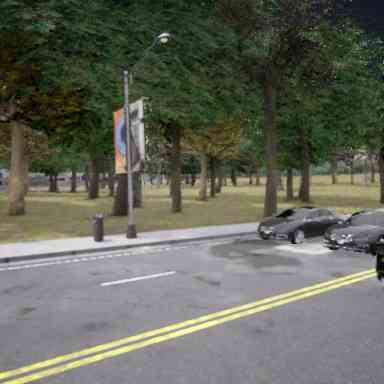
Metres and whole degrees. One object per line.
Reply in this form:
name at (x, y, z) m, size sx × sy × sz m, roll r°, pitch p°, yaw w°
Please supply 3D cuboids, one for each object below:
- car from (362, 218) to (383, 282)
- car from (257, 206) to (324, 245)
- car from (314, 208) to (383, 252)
car at (6.373, 1.429, 7.986) m, size 5.008 × 1.535 × 1.882 m, roll 0°, pitch 0°, yaw -35°
car at (5.108, 1.434, 15.310) m, size 4.892 × 1.490 × 1.837 m, roll 0°, pitch 0°, yaw -35°
car at (7.008, 1.434, 12.674) m, size 4.892 × 1.490 × 1.837 m, roll 0°, pitch 0°, yaw -35°
